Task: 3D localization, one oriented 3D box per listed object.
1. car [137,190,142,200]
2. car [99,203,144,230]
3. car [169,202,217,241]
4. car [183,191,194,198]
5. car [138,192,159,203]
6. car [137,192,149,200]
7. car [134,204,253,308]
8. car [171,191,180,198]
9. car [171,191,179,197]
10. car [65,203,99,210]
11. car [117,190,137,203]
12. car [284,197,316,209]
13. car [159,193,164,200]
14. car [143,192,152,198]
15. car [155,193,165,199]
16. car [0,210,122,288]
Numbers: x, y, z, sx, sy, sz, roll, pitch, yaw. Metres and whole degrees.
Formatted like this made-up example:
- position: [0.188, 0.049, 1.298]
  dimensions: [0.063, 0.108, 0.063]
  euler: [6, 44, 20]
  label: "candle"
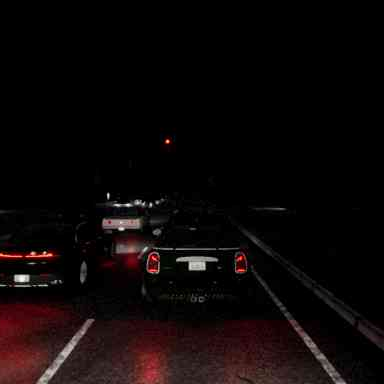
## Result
- position: [-10.694, 0.709, 63.259]
  dimensions: [2.150, 2.045, 5.566]
  euler: [0, 1, 0]
  label: "car"
- position: [-3.439, 1.487, 18.413]
  dimensions: [1.895, 1.301, 4.718]
  euler: [0, 1, 0]
  label: "car"
- position: [0.057, 1.388, 17.237]
  dimensions: [2.128, 1.511, 4.902]
  euler: [0, 0, 1]
  label: "car"
- position: [-0.698, 0.707, 86.045]
  dimensions: [1.812, 1.442, 4.674]
  euler: [0, 1, -4]
  label: "car"
- position: [-7.211, 1.105, 55.967]
  dimensions: [2.033, 1.411, 5.357]
  euler: [0, 1, 0]
  label: "car"
- position: [-10.747, 0.894, 73.484]
  dimensions: [2.128, 1.511, 4.902]
  euler: [0, 1, -1]
  label: "car"
- position: [0.087, 1.323, 8.041]
  dimensions: [2.097, 1.767, 4.553]
  euler: [0, 0, 0]
  label: "car"
- position: [-4.157, 0.681, 85.345]
  dimensions: [1.882, 1.535, 5.008]
  euler: [0, 1, -4]
  label: "car"
- position: [-4.937, 0.541, 95.504]
  dimensions: [1.837, 1.490, 4.892]
  euler: [0, 1, -7]
  label: "car"
- position: [-7.062, 1.424, 21.374]
  dimensions: [1.994, 1.385, 4.181]
  euler: [0, 1, 2]
  label: "car"
- position: [-10.707, 0.928, 53.818]
  dimensions: [2.097, 1.767, 4.553]
  euler: [0, 0, 0]
  label: "car"
- position: [13.704, 1.252, 39.212]
  dimensions: [5.357, 1.411, 2.033]
  euler: [0, 1, -3]
  label: "car"
- position: [-7.185, 1.005, 66.035]
  dimensions: [2.033, 1.411, 5.357]
  euler: [0, 1, 1]
  label: "car"
- position: [-11.085, 0.749, 83.705]
  dimensions: [1.812, 1.442, 4.674]
  euler: [0, 1, -2]
  label: "car"
- position: [-7.318, 0.870, 76.462]
  dimensions: [2.033, 1.411, 5.357]
  euler: [0, 1, -1]
  label: "car"
- position: [-3.417, 1.468, 9.093]
  dimensions: [1.837, 1.490, 4.892]
  euler: [0, 0, 0]
  label: "car"
